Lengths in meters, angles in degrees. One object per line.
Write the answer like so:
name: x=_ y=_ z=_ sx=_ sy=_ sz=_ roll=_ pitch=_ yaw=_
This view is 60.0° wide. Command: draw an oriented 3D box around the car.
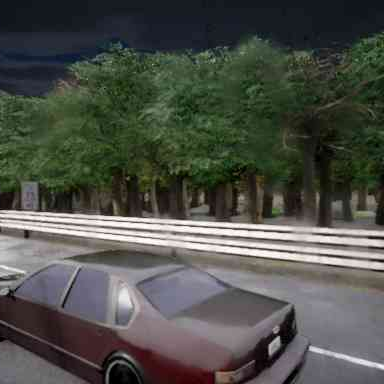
car: x=-1.217 y=1.579 z=4.758 sx=5.357 sy=1.411 sz=2.033 roll=-1 pitch=0 yaw=36
